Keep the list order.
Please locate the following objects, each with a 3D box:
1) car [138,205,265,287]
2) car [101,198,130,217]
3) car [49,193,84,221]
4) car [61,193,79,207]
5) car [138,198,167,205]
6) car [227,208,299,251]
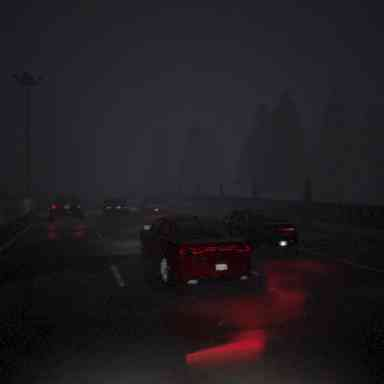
[{"bbox_3d":[-0.192,1.364,9.222,1.882,1.535,5.008,0,1,-19],"label":"car"},{"bbox_3d":[-6.208,1.153,26.785,2.033,1.411,5.357,0,1,-19],"label":"car"},{"bbox_3d":[-8.680,0.969,23.198,2.097,1.767,4.553,0,1,-19],"label":"car"},{"bbox_3d":[-14.351,0.887,39.048,1.812,1.442,4.674,0,1,-22],"label":"car"},{"bbox_3d":[-3.732,1.195,30.359,1.895,1.301,4.718,0,1,-19],"label":"car"},{"bbox_3d":[2.180,1.375,13.097,1.837,1.490,4.892,0,1,-19],"label":"car"}]
